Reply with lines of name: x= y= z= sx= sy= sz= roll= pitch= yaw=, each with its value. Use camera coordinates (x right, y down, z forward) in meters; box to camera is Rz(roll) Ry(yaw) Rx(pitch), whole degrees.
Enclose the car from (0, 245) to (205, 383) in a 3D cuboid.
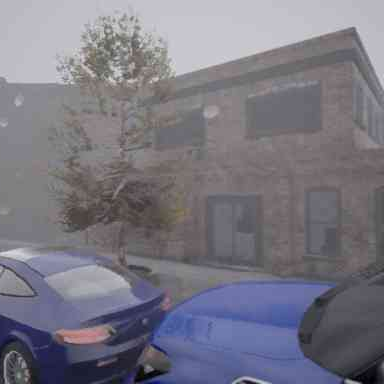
car: x=-2.342 y=1.536 z=4.924 sx=4.674 sy=1.452 sz=2.002 roll=0 pitch=0 yaw=36
